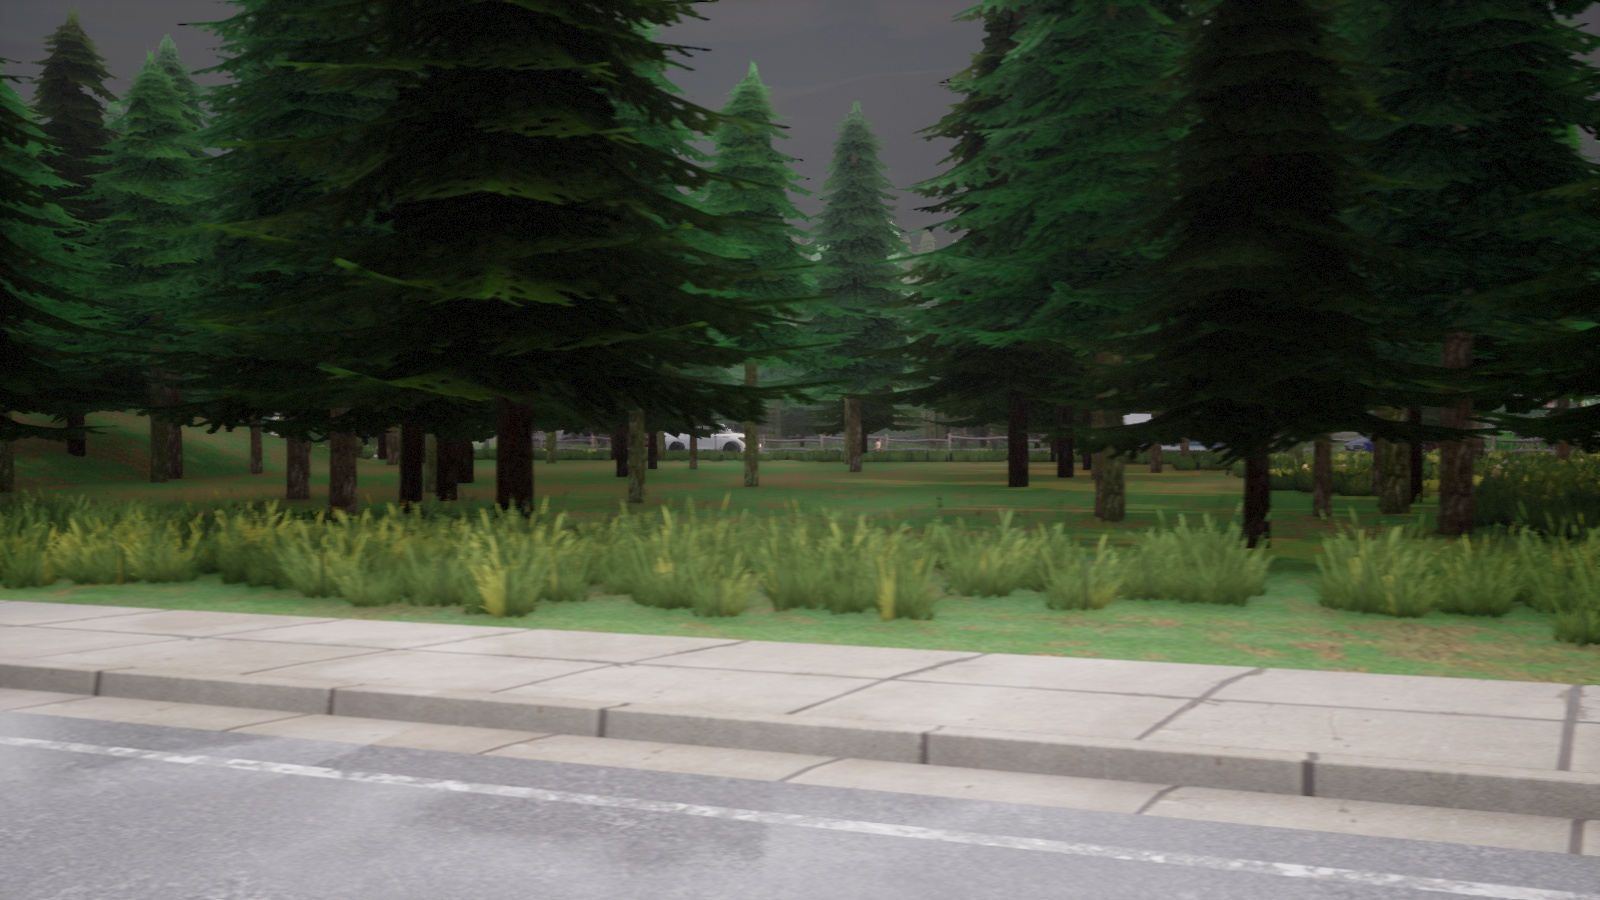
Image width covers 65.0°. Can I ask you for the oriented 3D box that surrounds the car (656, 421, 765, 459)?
[{"bbox_3d":[-4.910,-0.577,68.955,5.566,2.045,2.150,1,1,21],"label":"car"}]

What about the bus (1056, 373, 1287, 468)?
[{"bbox_3d":[17.831,-1.455,60.329,10.273,4.253,3.944,1,1,22],"label":"bus"}]

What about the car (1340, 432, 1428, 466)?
[{"bbox_3d":[27.881,-0.059,60.064,3.705,1.549,1.789,1,1,22],"label":"car"}]
